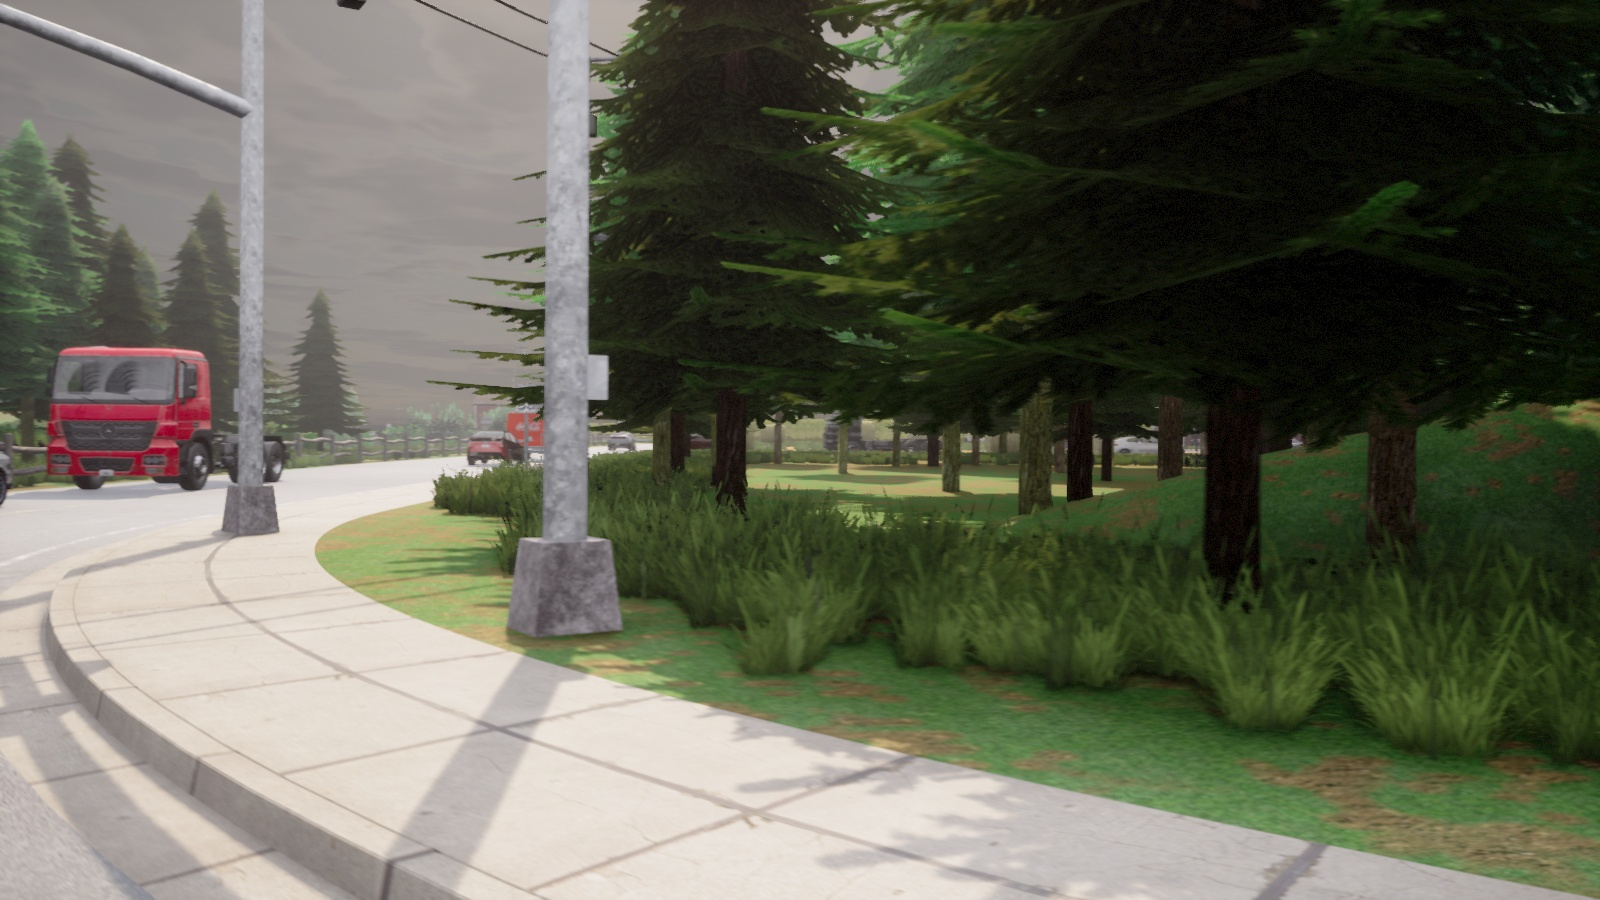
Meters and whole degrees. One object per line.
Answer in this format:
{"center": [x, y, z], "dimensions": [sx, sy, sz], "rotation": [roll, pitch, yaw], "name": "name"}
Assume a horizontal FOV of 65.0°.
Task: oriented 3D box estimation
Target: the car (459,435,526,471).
{"center": [-13.477, 0.099, 55.337], "dimensions": [2.007, 1.525, 4.514], "rotation": [0, 1, -3], "name": "car"}

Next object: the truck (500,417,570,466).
{"center": [-13.756, -0.458, 65.457], "dimensions": [2.627, 2.467, 5.204], "rotation": [0, 1, -1], "name": "truck"}

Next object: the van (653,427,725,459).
{"center": [-7.104, -0.455, 80.685], "dimensions": [4.480, 2.038, 2.069], "rotation": [-1, 1, -4], "name": "van"}

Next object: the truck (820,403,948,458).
{"center": [5.381, -1.273, 81.565], "dimensions": [7.936, 3.462, 2.891], "rotation": [0, 1, -4], "name": "truck"}

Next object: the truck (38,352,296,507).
{"center": [-15.811, -0.518, 32.169], "dimensions": [2.891, 3.462, 7.936], "rotation": [-1, 1, -3], "name": "truck"}

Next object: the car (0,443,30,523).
{"center": [-15.229, 0.621, 21.182], "dimensions": [1.812, 1.442, 4.674], "rotation": [-1, 1, -4], "name": "car"}

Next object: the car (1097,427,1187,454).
{"center": [21.535, -0.615, 79.213], "dimensions": [5.027, 1.651, 2.152], "rotation": [-1, 1, -4], "name": "car"}
